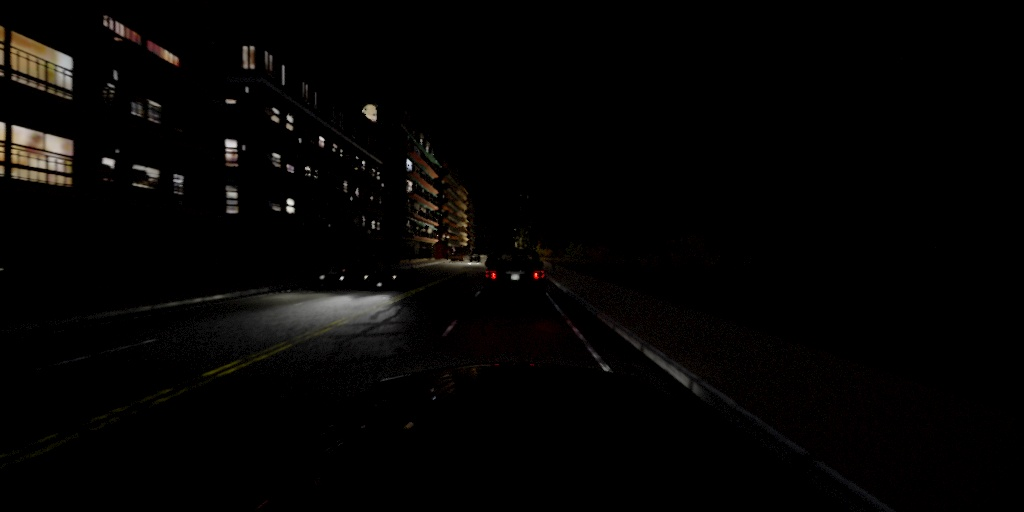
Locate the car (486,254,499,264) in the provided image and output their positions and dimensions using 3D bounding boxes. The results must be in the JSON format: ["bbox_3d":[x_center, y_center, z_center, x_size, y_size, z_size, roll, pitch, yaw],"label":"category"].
[{"bbox_3d":[-3.242,0.450,59.834,1.837,1.490,4.892,0,1,0],"label":"car"}]

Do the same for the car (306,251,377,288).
[{"bbox_3d":[-9.844,0.701,21.352,2.150,2.045,5.566,0,1,0],"label":"car"}]

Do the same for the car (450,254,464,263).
[{"bbox_3d":[-9.771,0.364,63.695,1.882,1.535,5.008,0,1,1],"label":"car"}]

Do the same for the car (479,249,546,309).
[{"bbox_3d":[0.102,0.791,14.177,2.150,2.045,5.566,0,0,0],"label":"car"}]

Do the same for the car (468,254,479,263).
[{"bbox_3d":[-6.512,0.398,63.052,2.128,1.511,4.902,0,1,0],"label":"car"}]

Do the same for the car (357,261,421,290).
[{"bbox_3d":[-6.594,1.098,20.086,1.895,1.301,4.718,0,1,0],"label":"car"}]
